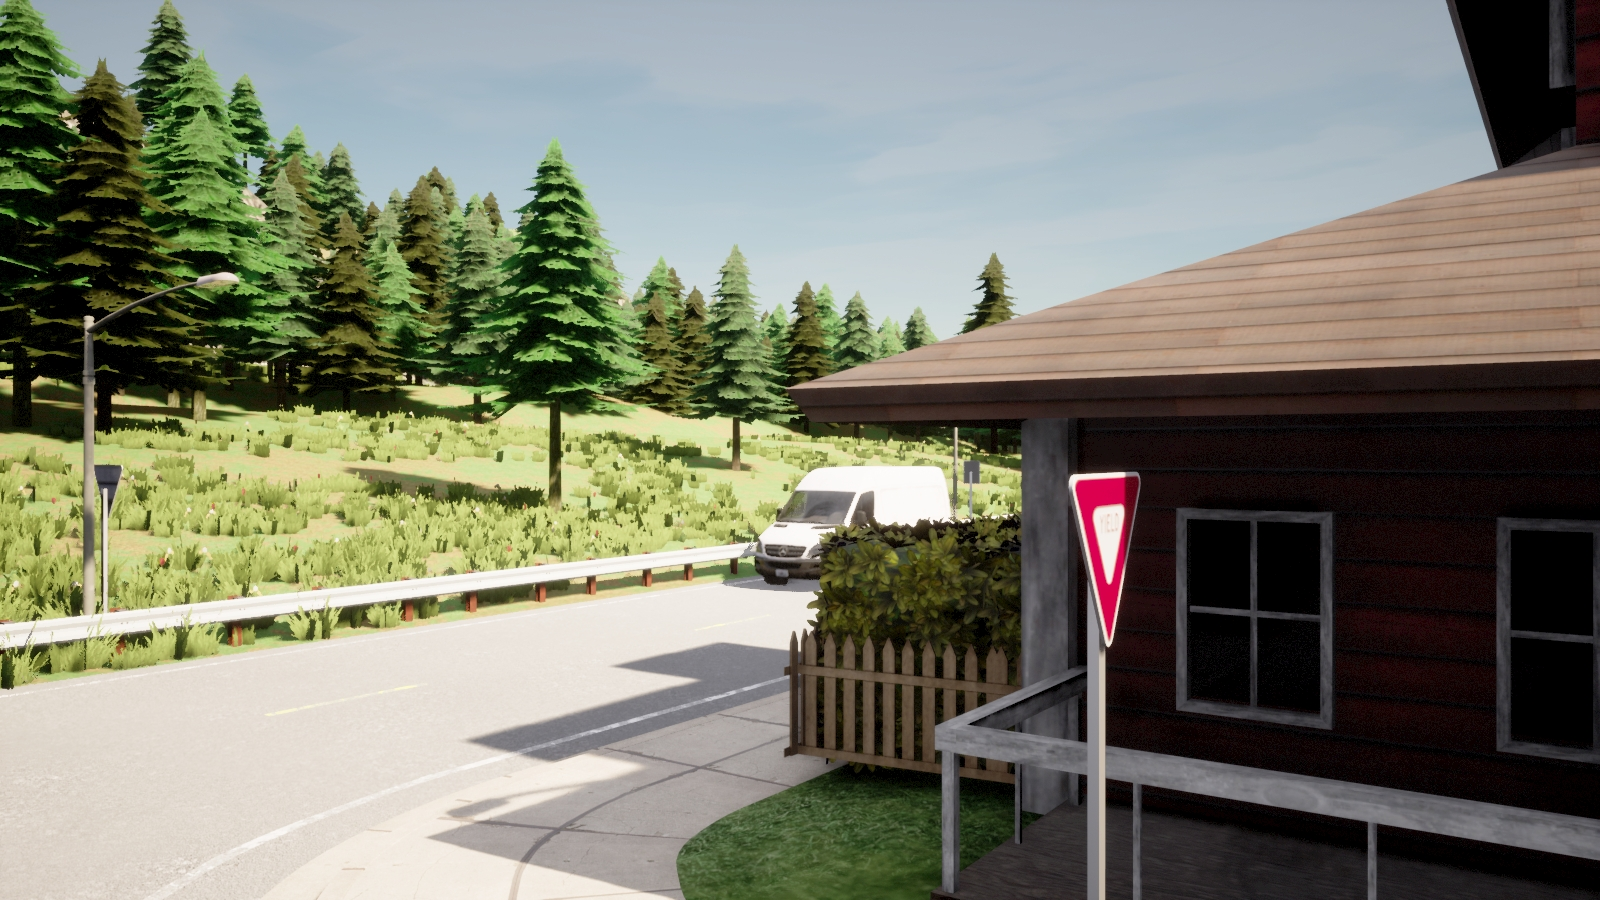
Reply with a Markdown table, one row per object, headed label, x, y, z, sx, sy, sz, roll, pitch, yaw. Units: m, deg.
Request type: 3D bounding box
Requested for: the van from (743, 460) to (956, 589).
| label | x | y | z | sx | sy | sz | roll | pitch | yaw |
| --- | --- | --- | --- | --- | --- | --- | --- | --- | --- |
| van | 1.302 | 1.535 | 26.047 | 1.988 | 2.561 | 5.915 | 0 | 0 | 35 |
